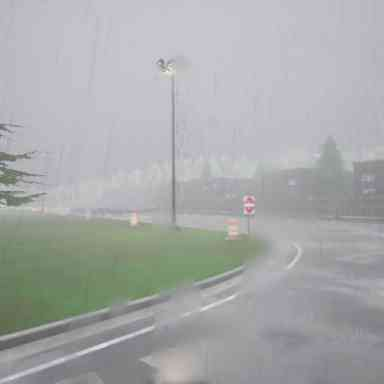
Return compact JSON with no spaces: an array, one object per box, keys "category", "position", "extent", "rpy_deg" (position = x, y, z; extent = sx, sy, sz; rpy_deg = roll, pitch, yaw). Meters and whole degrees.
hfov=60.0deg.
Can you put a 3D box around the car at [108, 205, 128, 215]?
[{"category":"car","position":[-13.388,3.249,57.561],"extent":[1.895,1.301,4.718],"rpy_deg":[1,-2,-34]}]

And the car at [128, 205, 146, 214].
[{"category":"car","position":[-10.479,3.238,59.510],"extent":[1.994,1.385,4.181],"rpy_deg":[0,-2,-33]}]

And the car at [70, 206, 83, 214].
[{"category":"car","position":[-21.925,3.393,63.815],"extent":[1.837,1.490,4.892],"rpy_deg":[1,-2,-34]}]

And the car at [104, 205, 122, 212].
[{"category":"car","position":[-16.149,3.369,67.771],"extent":[1.895,1.301,4.718],"rpy_deg":[1,-2,-34]}]

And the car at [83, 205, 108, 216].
[{"category":"car","position":[-16.031,3.114,55.220],"extent":[1.837,1.490,4.892],"rpy_deg":[1,-2,-34]}]

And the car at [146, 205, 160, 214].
[{"category":"car","position":[-7.600,3.206,61.496],"extent":[1.837,1.490,4.892],"rpy_deg":[1,-2,-34]}]

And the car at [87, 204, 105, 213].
[{"category":"car","position":[-19.013,3.266,65.759],"extent":[2.097,1.767,4.553],"rpy_deg":[1,-2,-34]}]

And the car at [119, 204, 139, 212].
[{"category":"car","position":[-13.237,3.340,69.712],"extent":[2.033,1.411,5.357],"rpy_deg":[1,-2,-34]}]
